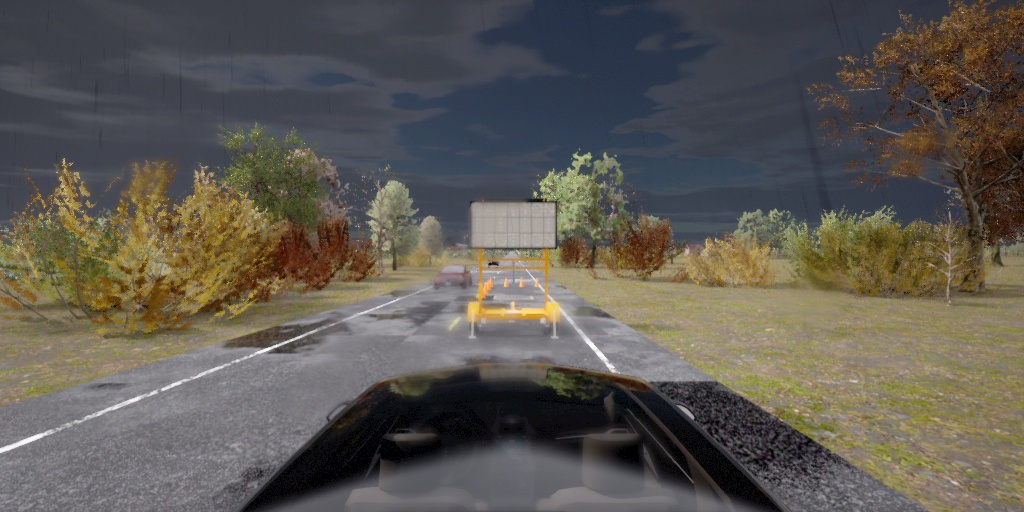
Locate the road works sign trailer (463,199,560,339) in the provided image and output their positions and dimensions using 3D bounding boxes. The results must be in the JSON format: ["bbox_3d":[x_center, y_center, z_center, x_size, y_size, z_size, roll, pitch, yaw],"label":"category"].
[{"bbox_3d":[0.045,0.211,10.072,2.380,3.560,2.880,0,0,0],"label":"road works sign trailer"}]

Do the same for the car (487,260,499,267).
[{"bbox_3d":[-3.260,1.251,63.049,1.895,1.301,4.718,0,0,1],"label":"car"}]

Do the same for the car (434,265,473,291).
[{"bbox_3d":[-3.495,1.262,22.012,1.812,1.442,4.674,0,0,0],"label":"car"}]
